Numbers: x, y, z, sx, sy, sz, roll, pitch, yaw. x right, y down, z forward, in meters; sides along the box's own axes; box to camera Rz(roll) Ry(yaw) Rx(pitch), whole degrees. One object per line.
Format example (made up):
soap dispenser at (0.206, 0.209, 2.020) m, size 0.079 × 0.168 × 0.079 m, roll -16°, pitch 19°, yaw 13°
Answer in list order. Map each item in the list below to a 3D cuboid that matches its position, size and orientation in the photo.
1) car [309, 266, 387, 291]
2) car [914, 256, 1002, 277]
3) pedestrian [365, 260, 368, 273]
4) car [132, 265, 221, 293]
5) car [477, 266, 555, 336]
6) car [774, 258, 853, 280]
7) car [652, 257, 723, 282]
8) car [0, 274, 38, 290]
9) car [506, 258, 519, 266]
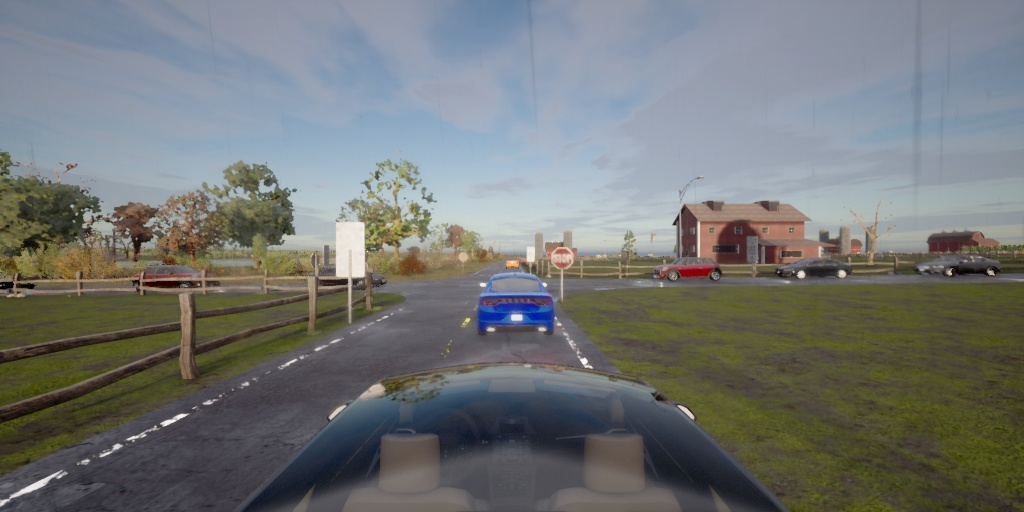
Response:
car at (-10.516, 1.396, 23.000) m, size 4.892 × 1.490 × 1.837 m, roll -1°, pitch 0°, yaw 8°
car at (32.360, 0.737, 26.099) m, size 4.902 × 1.511 × 2.128 m, roll -1°, pitch 0°, yaw 0°
pedestrian at (-12.175, 1.162, 29.453) m, size 0.375 × 1.860 × 0.375 m, roll 0°, pitch 1°, yaw 0°
car at (-21.948, 1.397, 23.595) m, size 4.553 × 1.767 × 2.097 m, roll -1°, pitch 0°, yaw 1°
car at (0.062, 1.226, 10.486) m, size 1.882 × 1.535 × 5.008 m, roll 0°, pitch 0°, yaw -1°
car at (21.892, 0.904, 26.184) m, size 4.892 × 1.490 × 1.837 m, roll -1°, pitch 0°, yaw 0°
car at (12.704, 0.886, 26.201) m, size 4.553 × 1.767 × 2.097 m, roll -1°, pitch 0°, yaw -1°
car at (-34.940, 1.821, 24.008) m, size 4.718 × 1.301 × 1.895 m, roll -1°, pitch 0°, yaw 5°
car at (0.065, 1.097, 59.548) m, size 2.097 × 1.767 × 4.553 m, roll 0°, pitch 0°, yaw 0°
